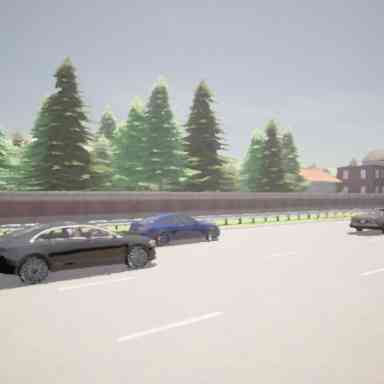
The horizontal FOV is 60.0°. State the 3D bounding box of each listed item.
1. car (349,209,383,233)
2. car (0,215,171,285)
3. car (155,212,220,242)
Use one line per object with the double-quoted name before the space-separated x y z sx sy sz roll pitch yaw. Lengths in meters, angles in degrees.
"car" 11.982 1.771 20.815 5.357 1.411 2.033 0 -1 -35
"car" -3.363 1.614 9.945 4.902 1.511 2.128 0 -1 -35
"car" -0.762 1.714 16.075 4.674 1.442 1.812 0 -1 -35
